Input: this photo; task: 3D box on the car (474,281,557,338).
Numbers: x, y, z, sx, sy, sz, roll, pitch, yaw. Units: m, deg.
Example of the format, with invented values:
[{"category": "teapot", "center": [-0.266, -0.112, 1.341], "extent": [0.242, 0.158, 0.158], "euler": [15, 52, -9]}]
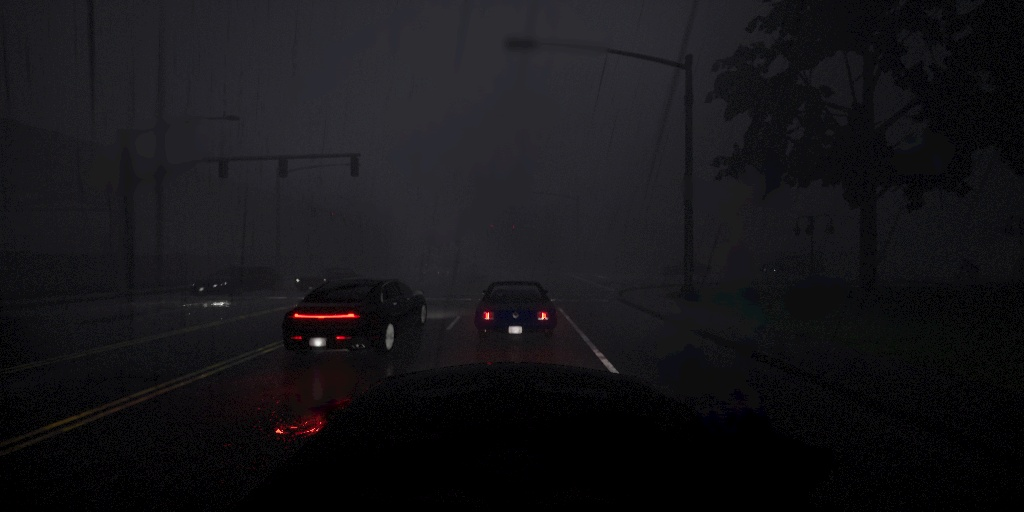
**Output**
[{"category": "car", "center": [0.098, 1.356, 10.188], "extent": [1.895, 1.301, 4.718], "euler": [0, 0, 0]}]

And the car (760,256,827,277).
[{"category": "car", "center": [27.268, 0.991, 34.784], "extent": [5.566, 2.045, 2.150], "euler": [0, 0, -1]}]

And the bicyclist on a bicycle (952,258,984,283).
[{"category": "bicyclist on a bicycle", "center": [31.009, 0.987, 24.401], "extent": [0.582, 1.620, 1.656], "euler": [0, 0, -1]}]

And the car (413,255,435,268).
[{"category": "car", "center": [-13.982, 0.872, 57.137], "extent": [2.150, 2.045, 5.566], "euler": [0, 1, 0]}]

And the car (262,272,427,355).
[{"category": "car", "center": [-3.405, 1.259, 8.700], "extent": [1.837, 1.490, 4.892], "euler": [0, 0, 0]}]

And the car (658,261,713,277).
[{"category": "car", "center": [16.629, 1.261, 34.530], "extent": [4.902, 1.511, 2.128], "euler": [0, 0, -1]}]

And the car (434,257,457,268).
[{"category": "car", "center": [-10.485, 1.251, 56.890], "extent": [1.895, 1.301, 4.718], "euler": [0, 1, 0]}]

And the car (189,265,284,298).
[{"category": "car", "center": [-14.069, 1.264, 18.694], "extent": [1.837, 1.490, 4.892], "euler": [0, 0, 0]}]

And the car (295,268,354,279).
[{"category": "car", "center": [-10.564, 1.362, 21.016], "extent": [1.895, 1.301, 4.718], "euler": [0, 0, 0]}]
